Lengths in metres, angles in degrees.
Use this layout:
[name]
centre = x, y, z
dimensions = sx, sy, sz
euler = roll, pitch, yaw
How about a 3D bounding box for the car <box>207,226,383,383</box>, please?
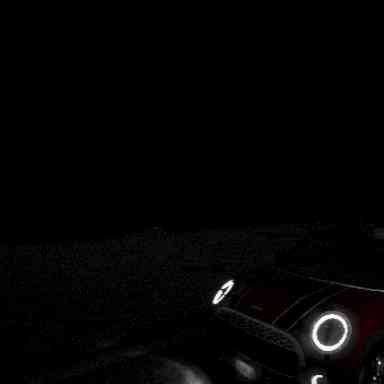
[car]
centre = 2.413, 1.368, 4.970
dimensions = 4.553, 1.767, 2.097
euler = 0, 0, -35
